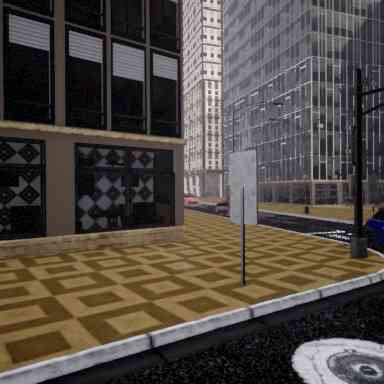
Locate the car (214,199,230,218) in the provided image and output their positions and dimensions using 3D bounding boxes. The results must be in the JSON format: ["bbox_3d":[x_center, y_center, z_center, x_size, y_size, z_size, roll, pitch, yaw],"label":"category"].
[{"bbox_3d":[3.377,1.299,27.320,1.994,1.385,4.181,-1,1,-19],"label":"car"}]

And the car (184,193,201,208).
[{"bbox_3d":[-0.570,0.914,39.085,2.097,1.767,4.553,-1,1,-18],"label":"car"}]

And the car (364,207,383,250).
[{"bbox_3d":[7.661,1.328,10.909,2.097,1.767,4.553,0,1,0],"label":"car"}]
